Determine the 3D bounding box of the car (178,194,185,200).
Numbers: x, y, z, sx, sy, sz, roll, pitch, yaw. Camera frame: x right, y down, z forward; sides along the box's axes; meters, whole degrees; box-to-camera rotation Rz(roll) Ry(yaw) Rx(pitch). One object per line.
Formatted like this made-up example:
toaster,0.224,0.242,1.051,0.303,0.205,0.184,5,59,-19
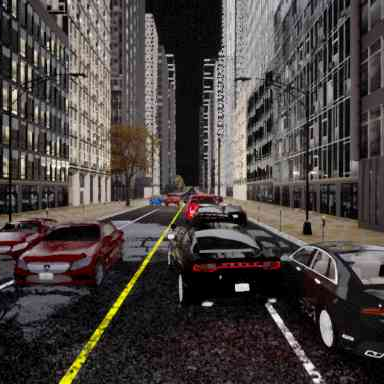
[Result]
car,-2.829,1.430,91.409,1.837,1.490,4.892,0,0,0

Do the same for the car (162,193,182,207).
car,-3.000,1.200,51.668,2.150,2.045,5.566,0,0,0

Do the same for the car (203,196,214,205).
car,2.793,1.495,57.381,1.752,1.417,4.829,0,0,0

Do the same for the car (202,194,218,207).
car,2.781,1.290,51.513,2.192,1.841,5.009,0,0,0

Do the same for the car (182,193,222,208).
car,0.606,1.216,24.207,2.150,2.045,5.566,0,0,-2

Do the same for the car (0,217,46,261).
car,-5.673,1.580,11.647,1.802,1.307,4.206,0,0,0

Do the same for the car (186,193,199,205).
car,0.110,1.190,58.745,2.150,2.045,5.566,0,0,0

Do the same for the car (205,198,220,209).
car,2.772,1.525,45.814,1.887,1.381,4.507,0,0,0

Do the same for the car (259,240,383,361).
car,2.697,1.550,5.928,2.008,1.369,4.403,0,0,0

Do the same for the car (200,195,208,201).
car,2.836,1.467,80.175,1.752,1.417,4.829,0,0,0

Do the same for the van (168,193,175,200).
van,-5.525,1.264,91.421,1.690,1.788,3.998,0,0,0

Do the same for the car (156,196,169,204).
car,-5.577,1.515,62.927,2.008,1.369,4.403,0,0,0

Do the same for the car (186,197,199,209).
car,0.108,1.506,45.778,1.812,1.442,4.674,0,0,1

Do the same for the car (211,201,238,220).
car,2.740,1.537,28.720,1.887,1.381,4.507,0,0,0

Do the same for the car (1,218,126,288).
car,-3.082,1.524,9.371,1.812,1.442,4.674,0,0,0

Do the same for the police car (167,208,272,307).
police car,0.472,1.424,8.227,1.930,1.638,5.238,0,0,-9

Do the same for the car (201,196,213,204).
car,2.803,1.509,62.909,1.887,1.381,4.507,0,0,0

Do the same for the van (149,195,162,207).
van,-5.600,1.317,51.534,1.690,1.788,3.998,0,0,0

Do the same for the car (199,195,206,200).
car,2.857,1.489,91.402,1.947,1.339,4.313,0,0,0

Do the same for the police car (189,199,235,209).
police car,0.934,1.421,18.327,1.930,1.638,5.238,0,0,0

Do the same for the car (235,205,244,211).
car,2.729,1.560,23.022,1.947,1.339,4.313,0,0,0
